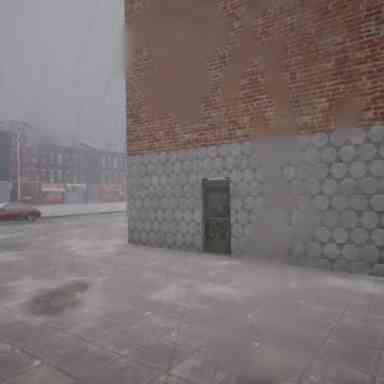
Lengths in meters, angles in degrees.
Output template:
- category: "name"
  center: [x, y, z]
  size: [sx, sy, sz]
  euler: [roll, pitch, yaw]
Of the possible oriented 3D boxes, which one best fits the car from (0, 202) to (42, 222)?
- category: "car"
  center: [-12.870, 1.471, 23.068]
  size: [1.812, 1.442, 4.674]
  euler: [-2, 0, 37]
